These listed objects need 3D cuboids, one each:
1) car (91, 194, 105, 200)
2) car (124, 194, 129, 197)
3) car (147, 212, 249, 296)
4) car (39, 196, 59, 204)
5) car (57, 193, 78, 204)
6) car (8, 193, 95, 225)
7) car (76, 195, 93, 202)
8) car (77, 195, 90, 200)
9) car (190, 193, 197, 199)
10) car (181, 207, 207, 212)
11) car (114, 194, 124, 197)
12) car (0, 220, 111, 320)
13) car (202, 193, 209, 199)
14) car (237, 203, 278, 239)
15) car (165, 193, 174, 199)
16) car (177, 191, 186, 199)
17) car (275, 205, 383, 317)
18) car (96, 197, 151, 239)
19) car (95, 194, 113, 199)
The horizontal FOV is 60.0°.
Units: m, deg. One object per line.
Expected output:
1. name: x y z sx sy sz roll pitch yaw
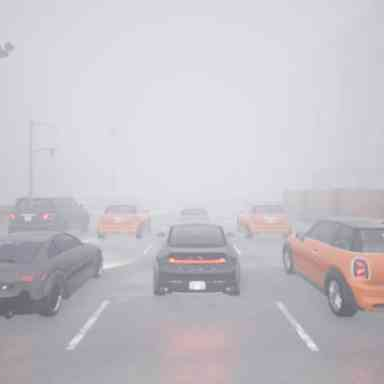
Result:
1. car: -24.244 1.270 85.837 2.128 1.511 4.902 0 1 1
2. car: -17.250 1.277 85.143 1.812 1.442 4.674 0 1 1
3. car: 0.104 1.498 8.633 1.837 1.490 4.892 0 0 0
4. car: -27.924 1.522 65.178 1.895 1.301 4.718 0 0 0
5. car: -24.422 1.151 65.418 2.150 2.045 5.566 0 0 0
6. car: -6.894 1.210 16.685 2.150 2.045 5.566 0 0 0
7. car: -24.336 1.380 75.534 2.128 1.511 4.902 0 0 1
8. car: -27.750 1.349 85.201 1.895 1.301 4.718 0 1 1
9. car: 0.327 1.102 93.710 1.882 1.535 5.008 0 1 1
10. car: 0.114 1.534 18.725 2.033 1.411 5.357 0 0 0
11. car: -17.342 1.339 74.853 1.882 1.535 5.008 0 0 1
12. car: -3.397 1.558 7.449 1.994 1.385 4.181 0 0 0
13. car: 3.830 1.174 94.092 1.994 1.385 4.181 0 1 1
14. car: 3.607 1.339 17.371 2.097 1.767 4.553 0 0 0
15. car: -6.673 1.124 93.772 1.837 1.490 4.892 0 1 1
16. car: -3.173 1.124 93.744 1.837 1.490 4.892 0 1 1
17. car: 3.603 1.346 7.618 2.097 1.767 4.553 0 0 0
18. car: -3.393 1.339 17.418 2.097 1.767 4.553 0 0 0
19. car: -17.424 1.416 65.144 1.837 1.490 4.892 0 0 0
